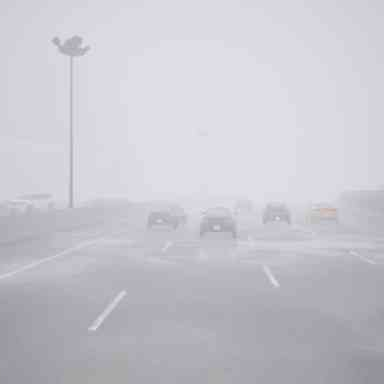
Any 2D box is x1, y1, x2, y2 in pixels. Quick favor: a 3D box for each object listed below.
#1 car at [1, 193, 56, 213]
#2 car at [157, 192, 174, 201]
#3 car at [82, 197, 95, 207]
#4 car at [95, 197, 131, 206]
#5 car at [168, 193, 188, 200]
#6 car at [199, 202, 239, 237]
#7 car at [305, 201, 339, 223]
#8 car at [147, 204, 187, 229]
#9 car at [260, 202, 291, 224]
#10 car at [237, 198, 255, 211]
[{"bbox_3d":[-16.833,1.106,35.198,2.150,2.045,5.566,0,1,13],"label":"car"},{"bbox_3d":[-5.753,1.043,74.823,2.150,2.045,5.566,0,0,26],"label":"car"},{"bbox_3d":[-11.628,1.383,41.295,2.128,1.511,4.902,0,0,16],"label":"car"},{"bbox_3d":[-8.737,1.398,38.574,2.128,1.511,4.902,0,0,15],"label":"car"},{"bbox_3d":[-2.691,1.432,73.131,1.895,1.301,4.718,0,0,26],"label":"car"},{"bbox_3d":[1.473,1.497,17.896,1.812,1.442,4.674,0,0,8],"label":"car"},{"bbox_3d":[9.936,1.460,25.730,1.882,1.535,5.008,0,0,12],"label":"car"},{"bbox_3d":[-1.534,1.482,21.381,1.812,1.442,4.674,0,0,9],"label":"car"},{"bbox_3d":[6.076,1.478,24.264,1.837,1.490,4.892,0,0,10],"label":"car"},{"bbox_3d":[6.325,1.451,39.681,1.837,1.490,4.892,0,0,17],"label":"car"}]
